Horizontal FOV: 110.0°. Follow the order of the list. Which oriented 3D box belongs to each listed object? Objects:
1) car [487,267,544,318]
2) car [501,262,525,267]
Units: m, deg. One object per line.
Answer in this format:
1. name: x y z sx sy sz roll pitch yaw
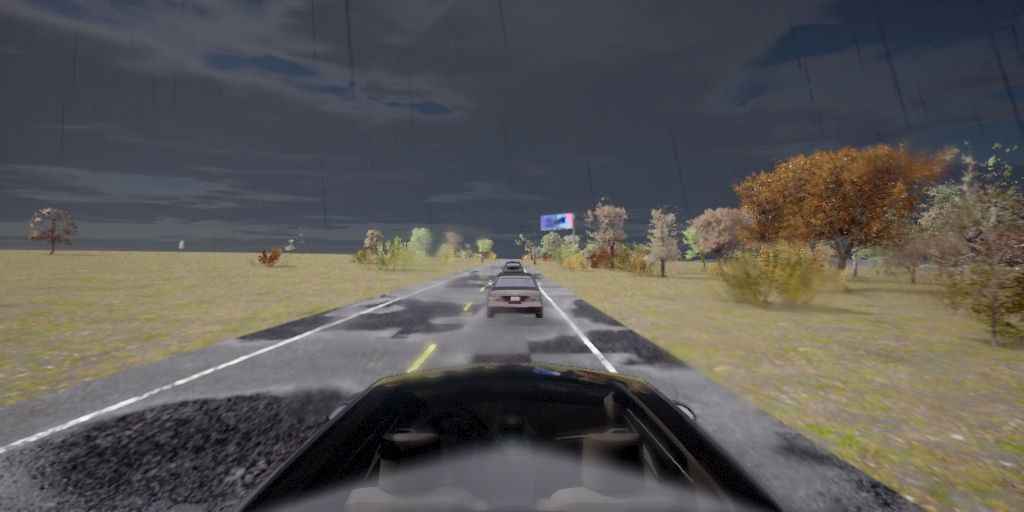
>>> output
1. car: 0.101 1.301 13.018 2.033 1.411 5.357 0 0 0
2. car: 0.104 1.268 32.301 1.837 1.490 4.892 0 0 0
